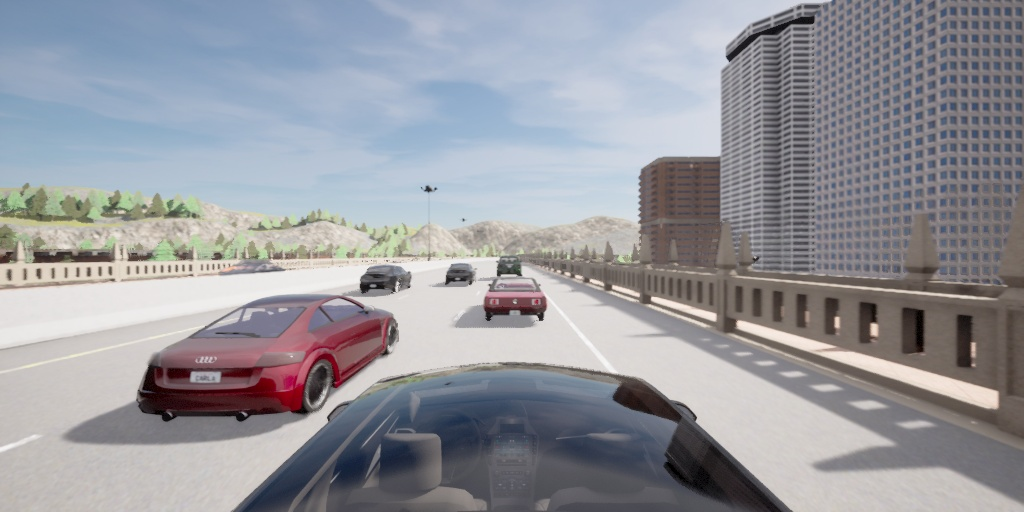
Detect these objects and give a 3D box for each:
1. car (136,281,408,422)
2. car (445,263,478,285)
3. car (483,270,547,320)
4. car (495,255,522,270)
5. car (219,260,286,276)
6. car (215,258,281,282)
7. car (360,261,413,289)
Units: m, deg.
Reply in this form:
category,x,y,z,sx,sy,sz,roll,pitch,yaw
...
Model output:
category,x,y,z,sx,sy,sz,roll,pitch,yaw
car,-3.402,1.314,5.985,1.994,1.385,4.181,0,0,0
car,-3.624,1.256,25.923,1.837,1.490,4.892,0,0,-1
car,0.085,1.351,12.550,1.895,1.301,4.718,0,0,0
car,-0.286,0.973,32.189,2.150,2.045,5.566,0,0,-2
car,-17.777,1.241,24.780,2.128,1.511,4.902,0,0,-1
car,-21.384,1.102,29.308,2.097,1.767,4.553,0,0,-1
car,-7.004,1.255,20.393,1.837,1.490,4.892,0,0,-1
